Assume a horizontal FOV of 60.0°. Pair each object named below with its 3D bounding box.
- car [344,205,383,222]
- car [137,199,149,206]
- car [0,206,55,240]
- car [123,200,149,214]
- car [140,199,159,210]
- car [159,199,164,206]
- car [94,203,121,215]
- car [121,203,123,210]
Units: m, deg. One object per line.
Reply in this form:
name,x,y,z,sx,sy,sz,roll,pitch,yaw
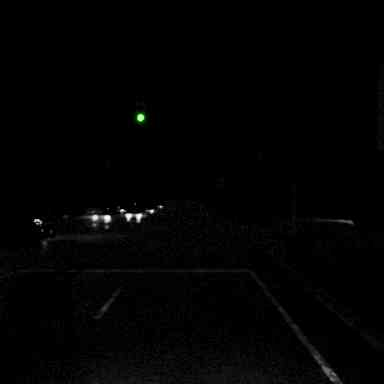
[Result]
car,15.966,1.902,29.796,4.181,1.385,1.994,0,-1,-3
car,-10.404,2.168,70.627,1.994,1.385,4.181,0,0,0
car,-9.811,1.555,17.764,4.553,1.767,2.097,0,-1,-3
car,-7.029,2.044,42.264,1.994,1.385,4.181,0,-1,0
car,-7.002,2.167,54.569,1.994,1.385,4.181,0,0,0
car,-6.900,2.171,68.474,2.033,1.411,5.357,0,0,0
car,-10.547,2.068,41.060,1.895,1.301,4.718,0,-1,1
car,-10.503,2.152,54.864,2.033,1.411,5.357,0,0,0
